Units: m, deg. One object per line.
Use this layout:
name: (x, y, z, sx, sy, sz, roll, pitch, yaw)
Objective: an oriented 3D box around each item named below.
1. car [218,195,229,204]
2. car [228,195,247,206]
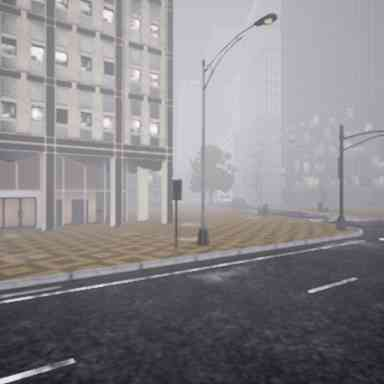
car: (7.418, 1.716, 75.569, 2.150, 2.045, 5.566, 0, -1, -8)
car: (9.024, 1.843, 64.258, 2.097, 1.767, 4.553, 0, 0, -7)
